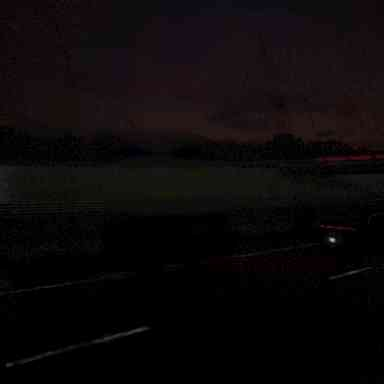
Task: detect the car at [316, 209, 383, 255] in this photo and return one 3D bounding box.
[{"bbox_3d":[6.902,1.435,13.039,4.902,1.511,2.128,-1,1,-35],"label":"car"}]
